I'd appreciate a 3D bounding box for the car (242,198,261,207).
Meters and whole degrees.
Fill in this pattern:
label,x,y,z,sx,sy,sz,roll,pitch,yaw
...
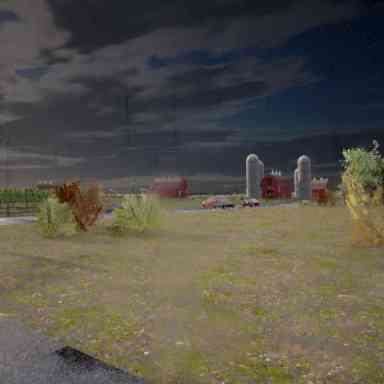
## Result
label,x,y,z,sx,sy,sz,roll,pitch,yaw
car,11.417,1.989,63.318,2.097,1.767,4.553,-1,-1,36

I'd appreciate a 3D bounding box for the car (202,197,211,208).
label,x,y,z,sx,sy,sz,roll,pitch,yaw
car,4.015,1.835,59.089,2.150,2.045,5.566,-1,-2,36

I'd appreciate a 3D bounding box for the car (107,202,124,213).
label,x,y,z,sx,sy,sz,roll,pitch,yaw
car,-10.441,1.891,39.197,2.033,1.411,5.357,-1,-1,36

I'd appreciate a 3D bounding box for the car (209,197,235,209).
label,x,y,z,sx,sy,sz,roll,pitch,yaw
car,5.409,2.014,54.916,2.128,1.511,4.902,-1,-1,36
